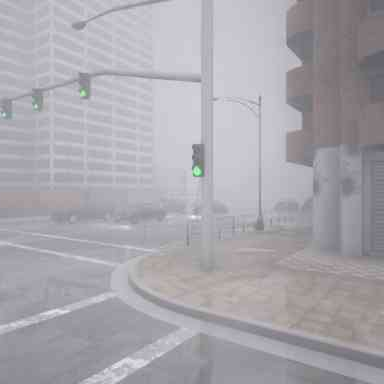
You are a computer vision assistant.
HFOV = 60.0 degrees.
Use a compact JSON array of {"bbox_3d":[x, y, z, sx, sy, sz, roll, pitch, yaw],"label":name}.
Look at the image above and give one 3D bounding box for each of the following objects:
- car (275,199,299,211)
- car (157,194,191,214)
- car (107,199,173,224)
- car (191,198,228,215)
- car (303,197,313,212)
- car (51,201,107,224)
[{"bbox_3d":[11.648,1.526,40.701,1.812,1.442,4.674,0,0,35],"label":"car"},{"bbox_3d":[-2.541,1.352,33.063,2.097,1.767,4.553,0,0,35],"label":"car"},{"bbox_3d":[-3.817,1.526,25.182,1.812,1.442,4.674,0,0,35],"label":"car"},{"bbox_3d":[1.881,1.564,33.234,1.994,1.385,4.181,0,0,36],"label":"car"},{"bbox_3d":[14.527,1.352,38.682,2.097,1.767,4.553,0,0,35],"label":"car"},{"bbox_3d":[-8.118,1.478,25.195,1.882,1.535,5.008,0,0,35],"label":"car"}]
